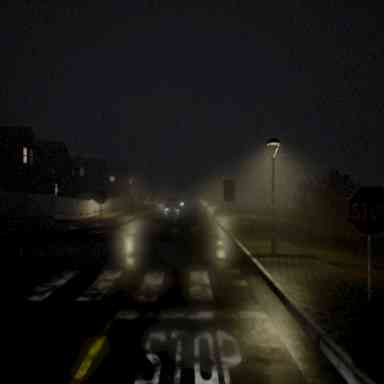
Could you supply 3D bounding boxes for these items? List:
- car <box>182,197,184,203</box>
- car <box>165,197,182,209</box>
[{"bbox_3d":[-2.788,1.672,71.951,1.895,1.301,4.718,0,0,0],"label":"car"},{"bbox_3d":[-2.774,1.560,47.281,1.882,1.535,5.008,0,1,0],"label":"car"}]
